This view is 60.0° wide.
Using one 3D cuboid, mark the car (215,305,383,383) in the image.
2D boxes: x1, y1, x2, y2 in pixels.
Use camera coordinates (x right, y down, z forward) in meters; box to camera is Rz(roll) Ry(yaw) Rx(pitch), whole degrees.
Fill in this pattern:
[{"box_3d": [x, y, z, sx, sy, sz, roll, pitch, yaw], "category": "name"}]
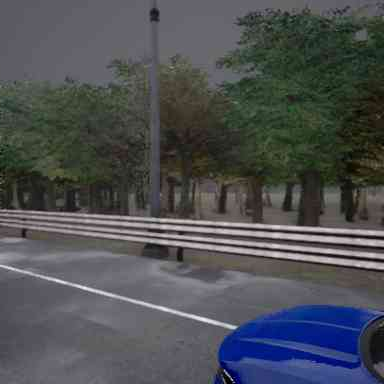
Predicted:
[{"box_3d": [2.484, 1.477, 2.106, 5.008, 1.535, 1.882, 0, 0, 35], "category": "car"}]
